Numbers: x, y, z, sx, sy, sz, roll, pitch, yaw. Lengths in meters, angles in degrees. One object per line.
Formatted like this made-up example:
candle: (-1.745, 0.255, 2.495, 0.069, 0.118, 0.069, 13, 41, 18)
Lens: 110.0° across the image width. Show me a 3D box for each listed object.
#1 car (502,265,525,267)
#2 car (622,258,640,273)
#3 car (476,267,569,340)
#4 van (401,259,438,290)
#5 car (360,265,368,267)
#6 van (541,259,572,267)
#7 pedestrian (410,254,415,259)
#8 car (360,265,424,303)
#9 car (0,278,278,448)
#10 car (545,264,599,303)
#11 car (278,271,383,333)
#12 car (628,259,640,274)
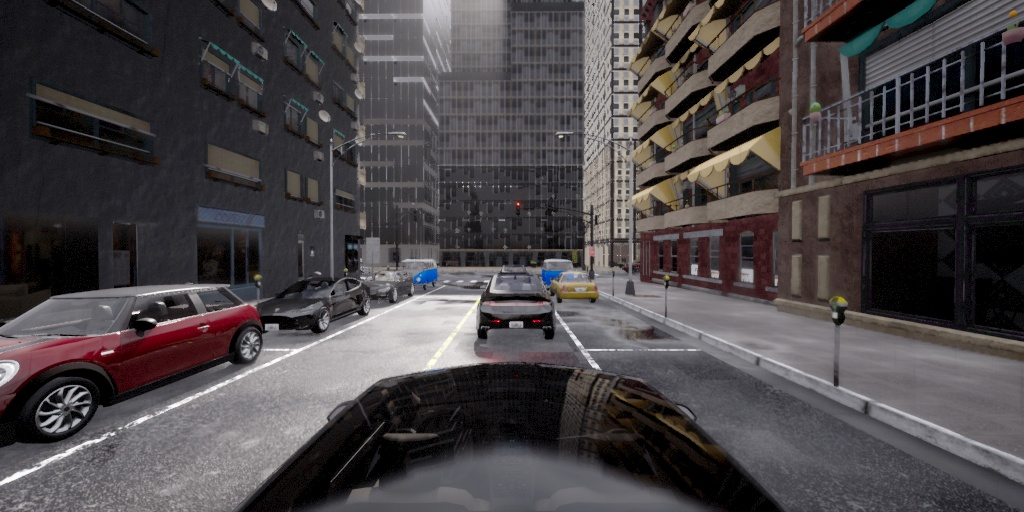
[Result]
car: (0.093, 1.237, 20.312, 2.128, 1.511, 4.902, 0, 0, 0)
car: (15.292, 1.087, 41.154, 5.009, 1.841, 2.192, 0, 0, 0)
car: (0.095, 1.240, 10.010, 2.128, 1.511, 4.902, 0, 0, 0)
van: (-5.662, 1.087, 21.877, 1.690, 1.789, 3.998, 0, 0, 0)
car: (-16.335, 1.219, 35.590, 4.674, 1.442, 1.812, 0, 1, 0)
van: (2.719, 1.087, 21.835, 1.690, 1.789, 3.998, 0, 0, 0)
pedestrian: (-12.329, 0.635, 44.289, 0.375, 1.860, 0.375, 0, 1, 0)
car: (-5.671, 1.297, 16.275, 2.007, 1.370, 4.403, 0, 0, 0)
car: (-5.688, 1.189, 5.071, 1.967, 1.591, 4.097, 0, 0, 0)
car: (2.710, 1.272, 16.403, 1.751, 1.417, 4.829, 0, 0, 0)
car: (-5.680, 1.314, 10.672, 1.948, 1.339, 4.313, 0, 0, 0)
car: (15.118, 1.372, 38.555, 4.181, 1.385, 1.994, 0, 1, 0)
